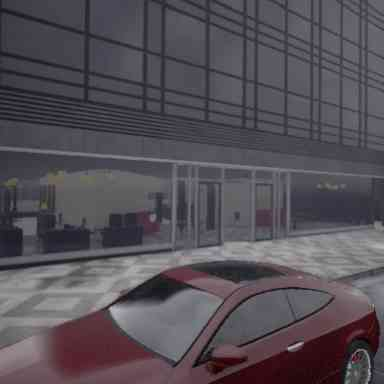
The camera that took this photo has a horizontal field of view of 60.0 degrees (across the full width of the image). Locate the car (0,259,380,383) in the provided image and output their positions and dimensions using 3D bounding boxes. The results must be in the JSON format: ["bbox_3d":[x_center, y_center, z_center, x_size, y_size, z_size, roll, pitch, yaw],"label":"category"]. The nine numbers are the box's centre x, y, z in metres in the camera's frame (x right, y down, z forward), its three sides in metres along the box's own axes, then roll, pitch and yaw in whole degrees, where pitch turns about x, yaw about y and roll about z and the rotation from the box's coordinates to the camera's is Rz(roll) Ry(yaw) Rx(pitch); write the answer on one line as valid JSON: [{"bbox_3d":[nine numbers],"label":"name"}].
[{"bbox_3d":[0.194,1.541,3.498,4.674,1.442,1.812,1,0,-36],"label":"car"}]
